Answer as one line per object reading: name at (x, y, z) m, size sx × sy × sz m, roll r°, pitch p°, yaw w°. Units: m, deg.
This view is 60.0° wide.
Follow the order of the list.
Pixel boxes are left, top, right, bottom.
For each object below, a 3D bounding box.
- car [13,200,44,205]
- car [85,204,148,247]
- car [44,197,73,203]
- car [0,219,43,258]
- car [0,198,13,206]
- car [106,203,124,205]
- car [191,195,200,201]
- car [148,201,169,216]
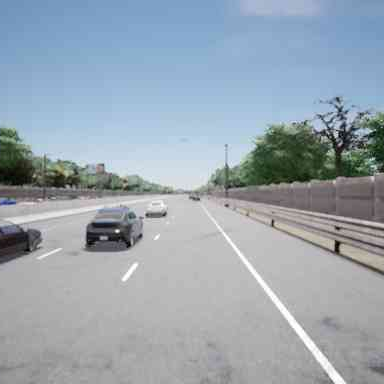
car at (-21.087, 1.664, 43.877) m, size 1.895 × 1.301 × 4.718 m, roll 0°, pitch 0°, yaw 0°
car at (-3.402, 1.530, 15.248) m, size 1.837 × 1.490 × 4.892 m, roll 0°, pitch 0°, yaw 0°
car at (-17.586, 1.418, 44.752) m, size 2.097 × 1.767 × 4.553 m, roll 0°, pitch 0°, yaw 0°
car at (-6.896, 1.566, 10.884) m, size 2.033 × 1.411 × 5.357 m, roll 0°, pitch 0°, yaw 0°
car at (-24.588, 1.539, 42.732) m, size 1.882 × 1.535 × 5.008 m, roll 0°, pitch 0°, yaw 0°
car at (-6.904, 1.648, 30.221) m, size 1.895 × 1.301 × 4.718 m, roll 0°, pitch 0°, yaw 0°
car at (1.213, 1.655, 86.182) m, size 1.882 × 1.535 × 5.008 m, roll 0°, pitch 0°, yaw 0°
car at (-3.404, 1.576, 32.909) m, size 1.812 × 1.442 × 4.674 m, roll 0°, pitch 0°, yaw 0°
